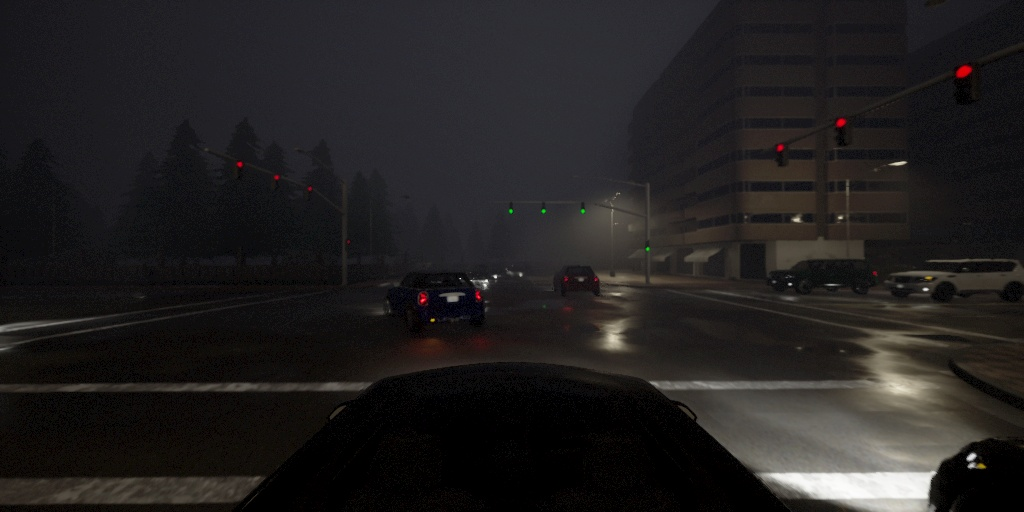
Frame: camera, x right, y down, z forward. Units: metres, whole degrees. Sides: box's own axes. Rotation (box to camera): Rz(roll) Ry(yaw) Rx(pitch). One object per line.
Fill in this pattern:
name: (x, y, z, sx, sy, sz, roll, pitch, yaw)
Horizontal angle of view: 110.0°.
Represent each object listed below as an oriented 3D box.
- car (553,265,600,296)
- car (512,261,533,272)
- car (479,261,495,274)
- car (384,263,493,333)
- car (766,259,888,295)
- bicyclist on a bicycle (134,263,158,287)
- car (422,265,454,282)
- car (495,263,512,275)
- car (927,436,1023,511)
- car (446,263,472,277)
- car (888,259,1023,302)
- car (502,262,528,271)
car: (3.655, 1.290, 21.009, 2.097, 1.767, 4.553, 0, -1, 0)
car: (1.548, 1.595, 56.554, 2.097, 1.767, 4.553, 0, -1, 27)
car: (-3.197, 1.579, 37.284, 1.837, 1.490, 4.892, 0, -1, 3)
car: (-2.657, 1.208, 11.565, 2.097, 1.767, 4.553, 0, -1, -30)
car: (18.423, 1.187, 21.450, 5.566, 2.045, 2.150, 0, -1, 0)
bicyclist on a bicycle: (-25.605, 1.343, 25.114, 0.582, 1.620, 1.656, 0, 0, 0)
car: (-6.843, 1.608, 33.624, 1.994, 1.385, 4.181, 0, -1, 3)
car: (-1.991, 1.707, 46.990, 2.033, 1.411, 5.357, 0, -1, 14)
car: (3.626, 1.299, 0.493, 1.994, 1.385, 4.181, 0, -1, 1)
car: (-6.219, 1.629, 42.512, 1.837, 1.490, 4.892, 0, -1, 7)
car: (22.166, 1.151, 17.961, 5.566, 2.045, 2.150, 0, -1, 0)
car: (0.578, 1.837, 61.688, 2.033, 1.411, 5.357, 0, -1, 31)
